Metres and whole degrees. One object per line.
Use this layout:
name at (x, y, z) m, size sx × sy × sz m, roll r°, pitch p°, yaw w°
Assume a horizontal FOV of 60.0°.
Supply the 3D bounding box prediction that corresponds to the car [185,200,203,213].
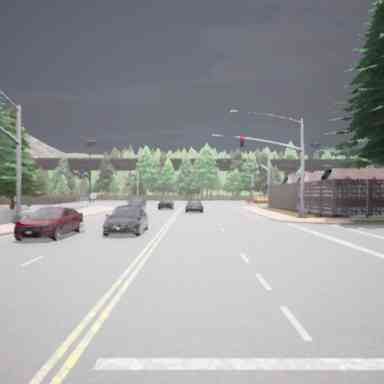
car at (0.262, 1.582, 37.153) m, size 1.994 × 1.385 × 4.181 m, roll 0°, pitch 0°, yaw 0°

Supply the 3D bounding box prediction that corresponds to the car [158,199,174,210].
car at (-3.319, 1.622, 42.914) m, size 1.895 × 1.301 × 4.718 m, roll 0°, pitch 0°, yaw 0°

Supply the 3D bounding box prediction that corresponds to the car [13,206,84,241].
car at (-7.027, 1.485, 16.818) m, size 1.882 × 1.535 × 5.008 m, roll 0°, pitch 0°, yaw 0°

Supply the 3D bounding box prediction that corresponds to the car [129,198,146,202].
car at (-6.833, 1.513, 41.979) m, size 2.128 × 1.511 × 4.902 m, roll 0°, pitch 0°, yaw 1°

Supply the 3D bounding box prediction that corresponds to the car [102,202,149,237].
car at (-3.520, 1.513, 18.296) m, size 1.837 × 1.490 × 4.892 m, roll 0°, pitch 0°, yaw 0°
